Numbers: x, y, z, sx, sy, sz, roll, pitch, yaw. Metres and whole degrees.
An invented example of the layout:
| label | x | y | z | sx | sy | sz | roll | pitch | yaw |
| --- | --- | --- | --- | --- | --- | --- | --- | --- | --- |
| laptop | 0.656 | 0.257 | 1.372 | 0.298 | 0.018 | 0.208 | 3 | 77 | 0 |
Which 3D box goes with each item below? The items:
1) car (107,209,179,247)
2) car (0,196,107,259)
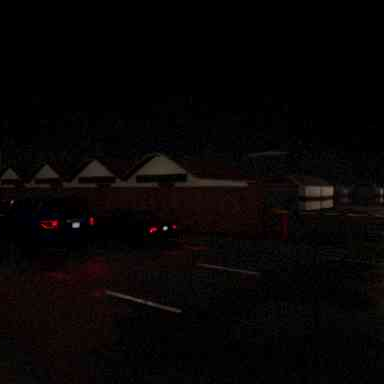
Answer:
| label | x | y | z | sx | sy | sz | roll | pitch | yaw |
| --- | --- | --- | --- | --- | --- | --- | --- | --- | --- |
| car | -3.095 | 1.481 | 14.709 | 5.357 | 1.411 | 2.033 | 0 | 0 | 36 |
| car | -5.967 | 1.150 | 12.469 | 5.566 | 2.045 | 2.150 | 1 | 0 | 36 |
